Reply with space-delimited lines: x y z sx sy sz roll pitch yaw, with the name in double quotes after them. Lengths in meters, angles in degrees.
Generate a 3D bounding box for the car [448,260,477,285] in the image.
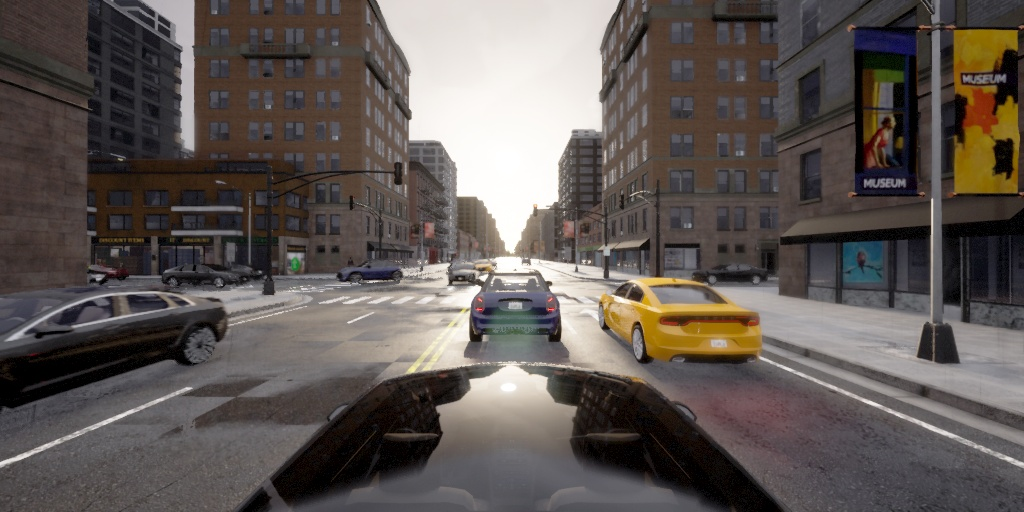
-3.385 1.263 25.830 1.837 1.490 4.892 0 0 0 "car"

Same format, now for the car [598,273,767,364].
3.317 1.228 8.133 1.882 1.535 5.008 0 0 1 "car"

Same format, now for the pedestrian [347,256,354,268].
-14.183 0.920 31.452 0.375 1.860 0.375 0 0 0 "pedestrian"

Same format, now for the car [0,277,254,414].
-6.606 1.242 5.173 2.128 1.511 4.902 0 0 0 "car"

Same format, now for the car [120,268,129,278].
-33.184 1.344 28.646 4.207 1.307 1.802 0 0 0 "car"

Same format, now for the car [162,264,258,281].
-19.613 1.248 23.110 4.892 1.490 1.837 0 0 0 "car"

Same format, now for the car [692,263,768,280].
15.849 1.268 26.282 5.008 1.535 1.882 0 0 1 "car"

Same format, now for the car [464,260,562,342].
0.079 1.102 9.935 2.097 1.767 4.553 0 0 0 "car"

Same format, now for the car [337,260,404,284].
-10.659 1.115 27.076 4.553 1.767 2.097 0 -1 -41 "car"

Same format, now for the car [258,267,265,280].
-22.161 1.330 28.605 4.313 1.339 1.948 0 0 0 "car"

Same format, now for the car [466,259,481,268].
-6.657 1.235 62.281 2.128 1.511 4.902 0 0 0 "car"

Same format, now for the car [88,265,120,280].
-29.101 1.232 23.146 4.902 1.511 2.128 0 0 0 "car"
